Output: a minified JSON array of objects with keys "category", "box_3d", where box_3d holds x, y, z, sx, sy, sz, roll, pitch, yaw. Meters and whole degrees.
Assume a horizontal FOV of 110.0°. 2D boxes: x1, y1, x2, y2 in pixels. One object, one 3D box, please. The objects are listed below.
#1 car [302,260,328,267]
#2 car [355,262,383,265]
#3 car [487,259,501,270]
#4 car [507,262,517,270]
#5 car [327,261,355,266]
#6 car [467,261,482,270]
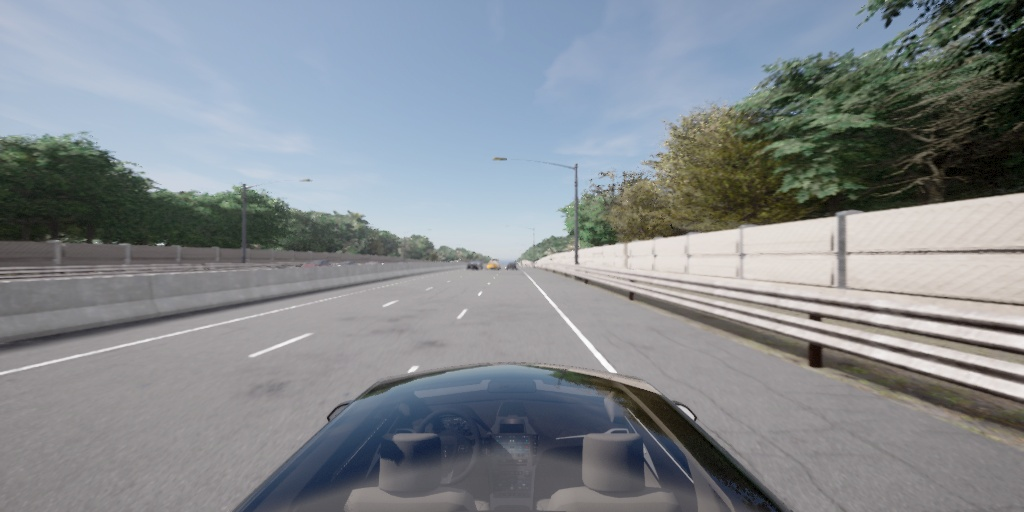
[{"category":"car","box_3d":[-24.558,1.338,45.255,2.097,1.767,4.553,0,-1,0]},{"category":"car","box_3d":[-17.559,1.468,45.595,1.882,1.535,5.008,0,-1,0]},{"category":"car","box_3d":[-3.503,1.749,64.760,1.882,1.535,5.008,0,-1,0]},{"category":"car","box_3d":[-0.003,1.775,64.759,1.837,1.490,4.892,0,-1,0]},{"category":"car","box_3d":[-21.058,1.494,45.651,1.837,1.490,4.892,0,0,1]},{"category":"car","box_3d":[-7.003,1.749,64.760,1.882,1.535,5.008,0,-1,0]}]
